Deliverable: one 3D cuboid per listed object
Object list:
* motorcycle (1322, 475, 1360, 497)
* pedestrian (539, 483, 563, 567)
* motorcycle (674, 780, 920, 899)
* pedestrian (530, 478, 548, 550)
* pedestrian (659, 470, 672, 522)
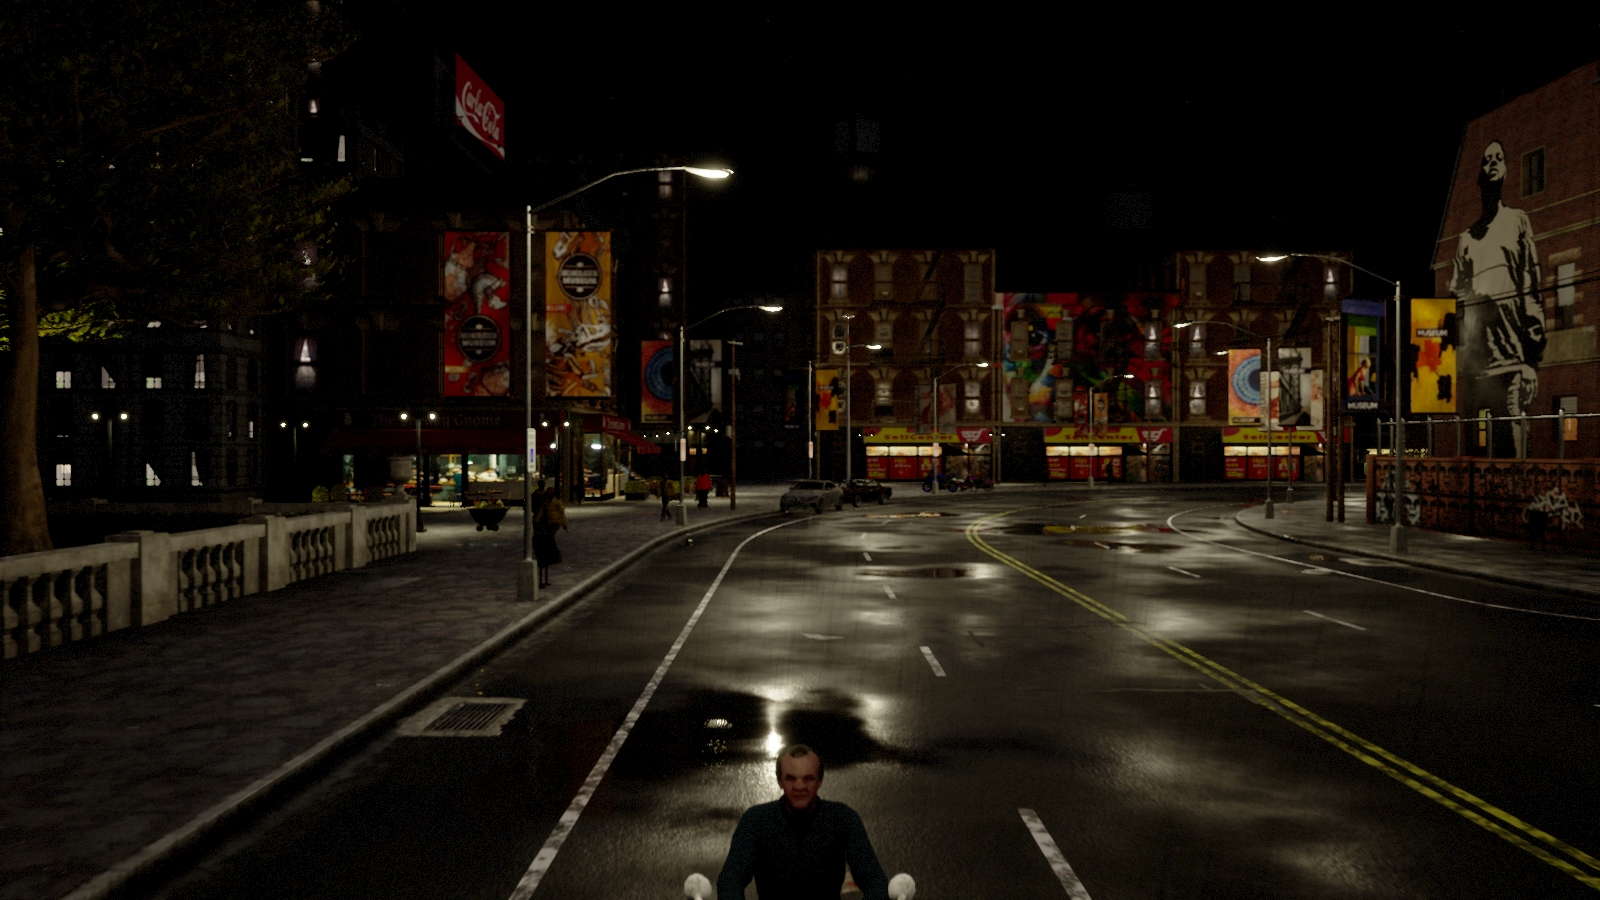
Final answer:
[{"bbox_3d":[32.187,2.133,67.983,1.805,1.236,0.856,0,0,0],"label":"motorcycle"},{"bbox_3d":[-5.596,1.677,25.674,0.375,1.860,0.375,0,0,22],"label":"pedestrian"},{"bbox_3d":[-0.011,2.178,4.475,0.856,1.236,1.805,0,0,0],"label":"motorcycle"},{"bbox_3d":[-6.822,1.674,29.918,0.375,1.860,0.375,0,0,2],"label":"pedestrian"},{"bbox_3d":[-4.887,1.666,41.527,0.375,1.860,0.375,0,0,19],"label":"pedestrian"}]
